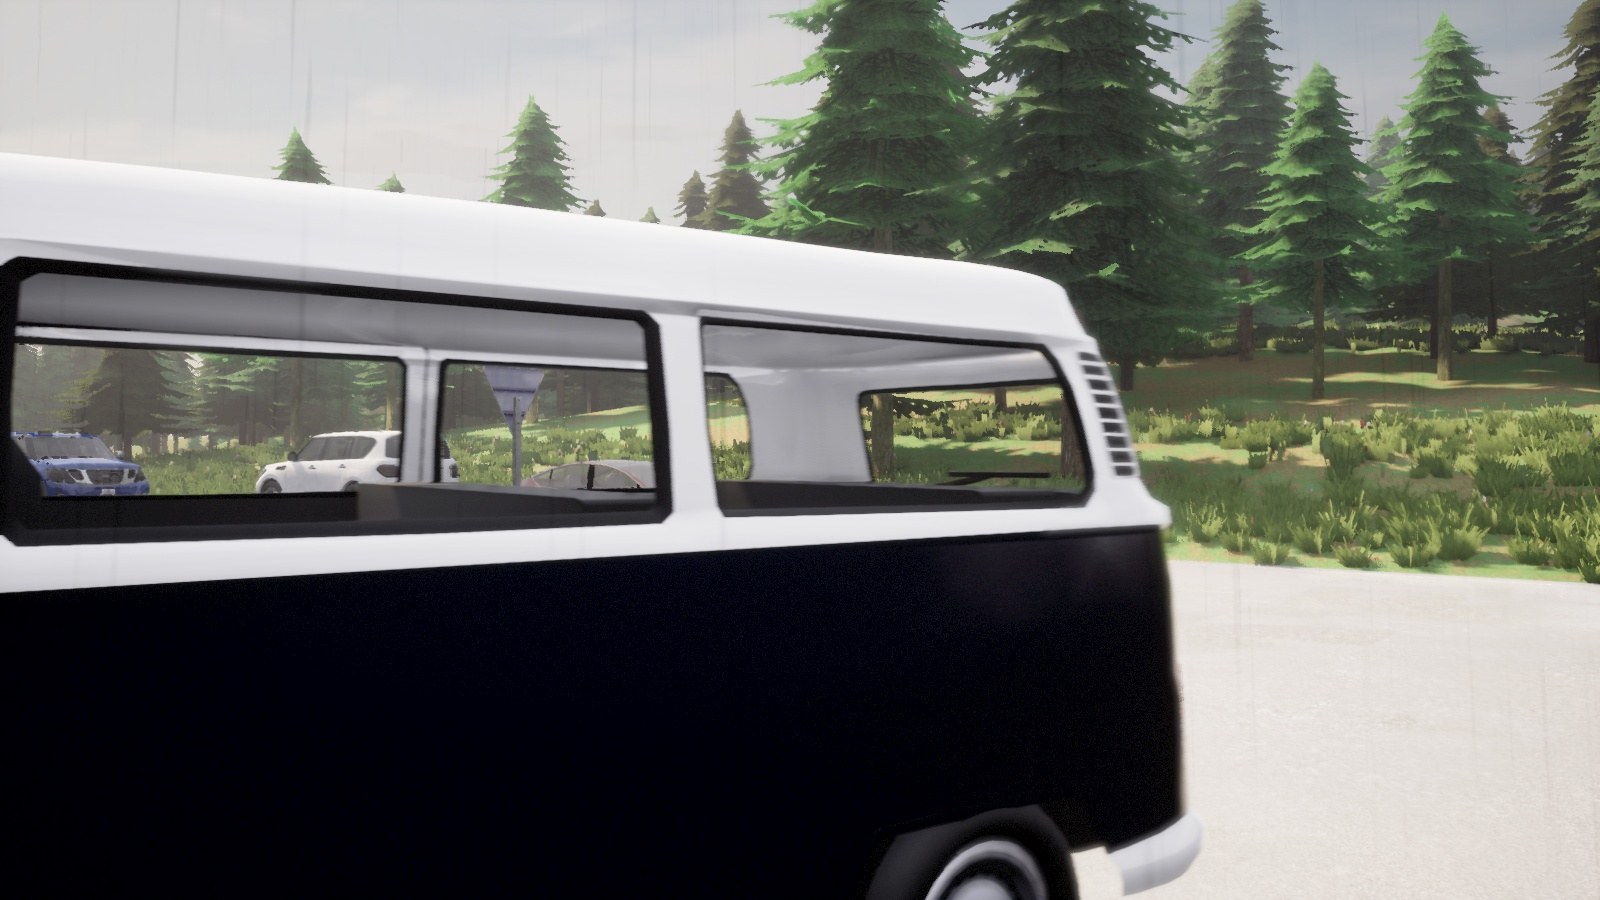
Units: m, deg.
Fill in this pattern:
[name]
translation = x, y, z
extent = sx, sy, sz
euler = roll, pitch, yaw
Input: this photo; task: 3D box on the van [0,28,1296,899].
[van]
translation = -1.107, 0.480, 2.849
extent = 4.480, 2.038, 2.069
euler = 0, 0, -36
